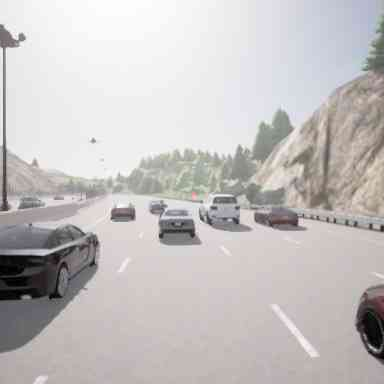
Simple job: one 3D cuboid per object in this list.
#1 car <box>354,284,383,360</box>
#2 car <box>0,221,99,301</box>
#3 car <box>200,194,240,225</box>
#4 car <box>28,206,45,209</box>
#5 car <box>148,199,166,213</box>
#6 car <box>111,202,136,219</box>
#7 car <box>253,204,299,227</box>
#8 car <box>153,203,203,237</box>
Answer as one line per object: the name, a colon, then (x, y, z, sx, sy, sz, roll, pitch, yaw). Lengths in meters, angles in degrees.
car: (3.458, 1.553, 3.306, 1.994, 1.385, 4.181, 0, 0, -1)
car: (-3.720, 1.477, 8.408, 1.882, 1.535, 5.008, 0, 0, -3)
car: (1.882, 1.193, 24.113, 2.150, 2.045, 5.566, 0, 0, -7)
car: (-18.809, 1.350, 39.372, 2.097, 1.767, 4.553, 0, 0, -12)
car: (-3.797, 1.518, 36.895, 2.033, 1.411, 5.357, 0, 0, -12)
car: (-5.939, 1.547, 28.987, 1.994, 1.385, 4.181, 0, 0, -9)
car: (5.577, 1.529, 22.566, 1.994, 1.385, 4.181, 0, 0, -7)
car: (-0.907, 1.531, 17.933, 2.033, 1.411, 5.357, 0, 0, -6)
